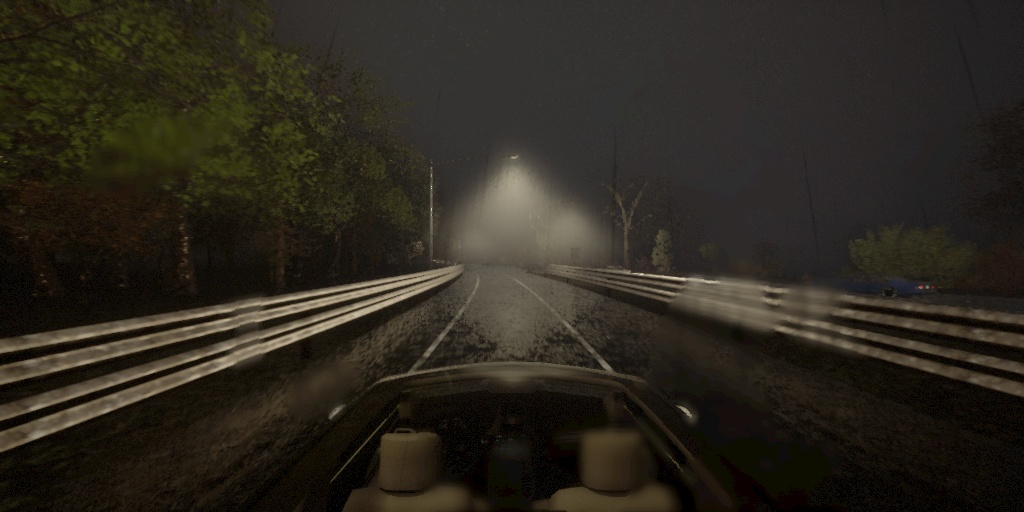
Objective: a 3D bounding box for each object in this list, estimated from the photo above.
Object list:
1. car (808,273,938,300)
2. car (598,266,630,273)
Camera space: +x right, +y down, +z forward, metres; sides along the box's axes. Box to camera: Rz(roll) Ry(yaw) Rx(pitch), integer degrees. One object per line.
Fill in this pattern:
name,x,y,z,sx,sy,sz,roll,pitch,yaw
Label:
car,21.196,1.726,21.431,2.033,1.411,5.357,0,0,-22
car,12.098,1.883,43.689,1.895,1.301,4.718,0,0,-22
